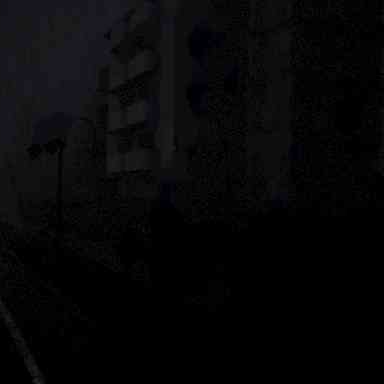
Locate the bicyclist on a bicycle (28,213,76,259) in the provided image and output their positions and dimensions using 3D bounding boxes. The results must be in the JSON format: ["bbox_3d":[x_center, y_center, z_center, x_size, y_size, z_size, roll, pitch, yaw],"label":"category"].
[{"bbox_3d":[-5.023,1.575,12.040,1.656,1.620,0.582,2,-2,-36],"label":"bicyclist on a bicycle"}]
